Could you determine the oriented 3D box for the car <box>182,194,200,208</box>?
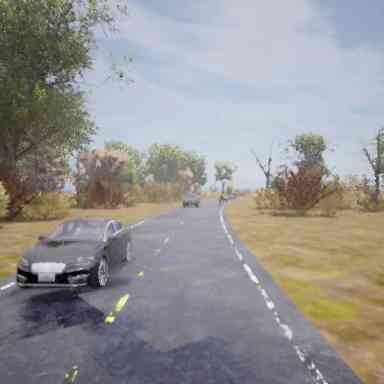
[{"bbox_3d":[-0.045,1.263,49.627,2.150,2.045,5.566,0,0,7],"label":"car"}]

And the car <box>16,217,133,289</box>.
[{"bbox_3d":[-2.937,1.494,9.305,2.128,1.511,4.902,0,0,1],"label":"car"}]

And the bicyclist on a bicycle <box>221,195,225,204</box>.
[{"bbox_3d":[5.987,1.437,64.899,0.659,1.776,1.843,0,0,9],"label":"bicyclist on a bicycle"}]

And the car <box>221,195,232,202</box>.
[{"bbox_3d":[7.795,1.640,80.200,1.895,1.301,4.718,0,0,11],"label":"car"}]

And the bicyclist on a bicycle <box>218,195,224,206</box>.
[{"bbox_3d":[4.606,1.506,55.406,0.582,1.620,1.656,0,0,8],"label":"bicyclist on a bicycle"}]
